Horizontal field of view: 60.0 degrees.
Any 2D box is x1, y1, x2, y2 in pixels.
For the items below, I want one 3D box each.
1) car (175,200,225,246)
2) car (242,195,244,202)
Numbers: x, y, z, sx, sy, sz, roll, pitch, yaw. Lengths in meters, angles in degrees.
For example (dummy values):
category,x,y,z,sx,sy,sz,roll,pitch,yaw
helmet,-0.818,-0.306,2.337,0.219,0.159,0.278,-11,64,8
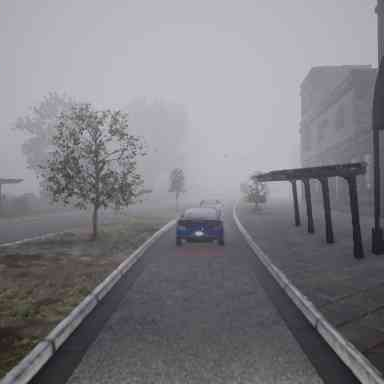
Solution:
category,x,y,z,sx,sy,sz,roll,pitch,yaw
car,0.402,1.322,14.545,1.882,1.535,5.008,0,1,3
car,10.216,1.107,60.691,2.097,1.535,5.008,-1,0,13
